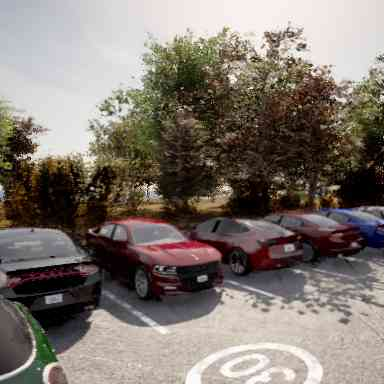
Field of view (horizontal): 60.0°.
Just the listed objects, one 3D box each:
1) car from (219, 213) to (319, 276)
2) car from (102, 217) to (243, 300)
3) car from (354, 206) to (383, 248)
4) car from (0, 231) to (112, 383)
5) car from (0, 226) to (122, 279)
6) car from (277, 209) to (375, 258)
[{"bbox_3d":[1.146,1.481,10.440,2.163,1.488,4.792,0,0,-36],"label":"car"},{"bbox_3d":[-1.239,1.463,8.708,2.097,1.535,5.008,0,0,-36],"label":"car"},{"bbox_3d":[5.763,1.427,13.693,2.097,1.535,5.008,0,0,-36],"label":"car"},{"bbox_3d":[-2.968,1.359,1.568,4.553,1.767,2.097,0,0,-35],"label":"car"},{"bbox_3d":[-3.532,1.475,7.060,2.097,1.535,5.008,0,0,-36],"label":"car"},{"bbox_3d":[3.465,1.439,12.053,2.097,1.535,5.008,0,0,-36],"label":"car"}]
